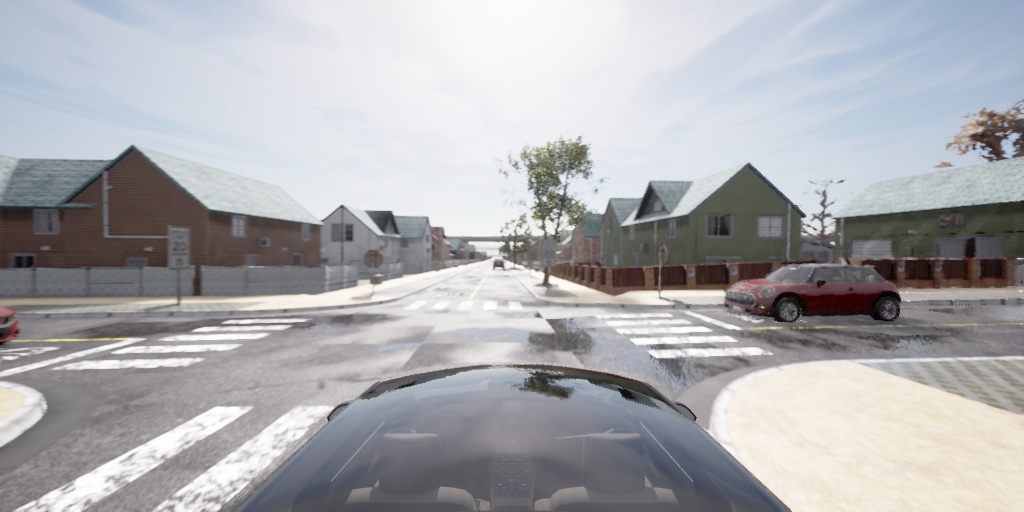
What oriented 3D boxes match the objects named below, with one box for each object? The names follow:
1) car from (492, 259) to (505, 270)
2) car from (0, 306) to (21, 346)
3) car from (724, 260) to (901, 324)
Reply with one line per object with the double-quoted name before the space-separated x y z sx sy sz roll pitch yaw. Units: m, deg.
"car" -2.387 1.480 64.624 2.150 2.045 5.566 1 0 -2
"car" -13.692 1.396 7.449 5.008 1.535 1.882 0 1 -4
"car" 9.301 1.034 11.373 4.553 1.767 2.097 0 1 -3
